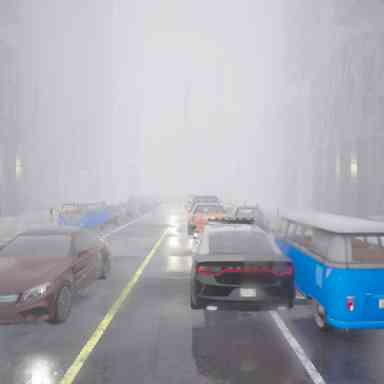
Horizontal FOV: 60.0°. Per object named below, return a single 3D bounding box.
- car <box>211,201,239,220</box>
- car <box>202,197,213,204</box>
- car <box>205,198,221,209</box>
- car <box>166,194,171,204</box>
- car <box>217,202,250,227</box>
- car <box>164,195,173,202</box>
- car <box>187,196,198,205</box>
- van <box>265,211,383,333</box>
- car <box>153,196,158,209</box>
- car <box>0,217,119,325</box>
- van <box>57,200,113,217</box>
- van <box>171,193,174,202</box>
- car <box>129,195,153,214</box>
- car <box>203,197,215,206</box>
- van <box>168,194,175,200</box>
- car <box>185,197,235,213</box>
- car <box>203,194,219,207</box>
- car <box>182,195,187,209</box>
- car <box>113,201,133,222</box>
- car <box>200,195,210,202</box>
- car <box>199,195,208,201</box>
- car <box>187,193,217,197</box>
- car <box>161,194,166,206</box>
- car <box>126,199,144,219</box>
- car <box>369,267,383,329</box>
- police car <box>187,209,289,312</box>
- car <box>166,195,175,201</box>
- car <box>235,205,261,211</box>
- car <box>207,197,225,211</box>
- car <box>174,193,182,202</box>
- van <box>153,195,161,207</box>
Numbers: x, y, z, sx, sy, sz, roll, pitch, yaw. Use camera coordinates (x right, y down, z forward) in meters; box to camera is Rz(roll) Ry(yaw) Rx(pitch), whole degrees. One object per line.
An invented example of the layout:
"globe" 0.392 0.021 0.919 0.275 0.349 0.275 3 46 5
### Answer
"car" 2.819 1.552 29.088 2.008 1.369 4.403 0 0 0
"car" 2.887 1.571 62.907 1.947 1.339 4.313 0 0 0
"car" 2.853 1.569 45.997 1.947 1.339 4.313 0 0 0
"car" -5.638 1.445 62.915 1.967 1.590 4.097 0 0 0
"car" 2.808 1.526 23.622 1.752 1.417 4.829 0 0 0
"car" -5.604 1.533 79.655 1.752 1.417 4.829 0 0 0
"car" 0.118 1.509 58.596 1.837 1.490 4.892 0 0 0
"van" 2.773 1.341 6.543 1.690 1.788 3.998 0 0 0
"car" -5.684 1.547 40.368 1.887 1.381 4.507 0 0 0
"car" -3.086 1.526 7.259 1.812 1.442 4.674 0 0 0
"van" -5.730 1.342 17.821 1.690 1.788 3.998 0 0 0
"van" -5.616 1.348 74.188 1.690 1.788 3.998 0 0 0
"car" -5.696 1.317 34.731 2.192 1.841 5.009 0 0 0
"car" 2.876 1.549 57.270 1.887 1.381 4.507 0 0 0
"van" -5.582 1.354 91.098 1.690 1.788 3.998 0 0 0
"car" 0.808 1.352 17.812 2.097 1.767 4.553 0 0 -1
"car" 2.863 1.319 51.634 2.192 1.841 5.009 0 0 0
"car" 0.126 1.224 44.653 2.150 2.045 5.566 0 0 1
"car" -5.718 1.567 23.458 1.947 1.339 4.313 0 0 0
"car" 2.909 1.446 74.178 1.967 1.590 4.097 0 0 0
"car" 2.932 1.576 85.451 1.947 1.339 4.313 0 0 0
"car" 0.906 1.224 23.893 2.150 2.045 5.566 0 0 0
"car" -5.661 1.444 51.642 1.967 1.590 4.097 0 0 0
"car" -5.706 1.567 29.095 1.947 1.339 4.313 0 0 0
"car" 2.762 1.525 1.077 1.752 1.417 4.829 0 0 0
"police car" 0.916 1.425 7.972 1.930 1.638 5.238 0 0 0
"car" -5.593 1.561 85.461 2.008 1.369 4.403 0 0 0
"car" 2.796 1.441 17.816 1.967 1.590 4.097 0 0 0
"car" 2.841 1.442 40.361 1.967 1.590 4.097 0 0 0
"car" -2.840 1.485 79.236 1.882 1.535 5.008 0 0 0
"van" -5.673 1.344 46.005 1.690 1.788 3.998 0 0 0
